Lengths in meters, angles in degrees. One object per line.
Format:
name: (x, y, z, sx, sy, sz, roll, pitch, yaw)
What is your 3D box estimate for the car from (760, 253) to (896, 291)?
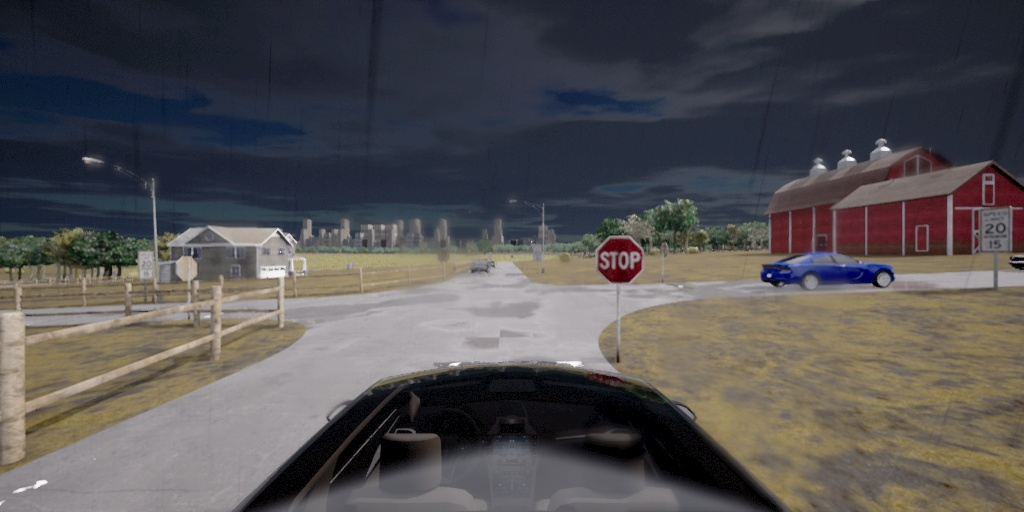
car: (13.643, 0.608, 15.620, 5.008, 1.535, 1.882, -2, 0, -1)

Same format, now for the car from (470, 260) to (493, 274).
car: (-3.449, 1.180, 39.743, 1.837, 1.490, 4.892, 0, 1, -1)

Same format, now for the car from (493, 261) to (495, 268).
car: (-3.695, 1.238, 56.403, 1.994, 1.385, 4.181, 0, 0, -1)

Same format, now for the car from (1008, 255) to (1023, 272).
car: (29.330, 0.145, 18.737, 4.718, 1.301, 1.895, -2, 0, -1)
